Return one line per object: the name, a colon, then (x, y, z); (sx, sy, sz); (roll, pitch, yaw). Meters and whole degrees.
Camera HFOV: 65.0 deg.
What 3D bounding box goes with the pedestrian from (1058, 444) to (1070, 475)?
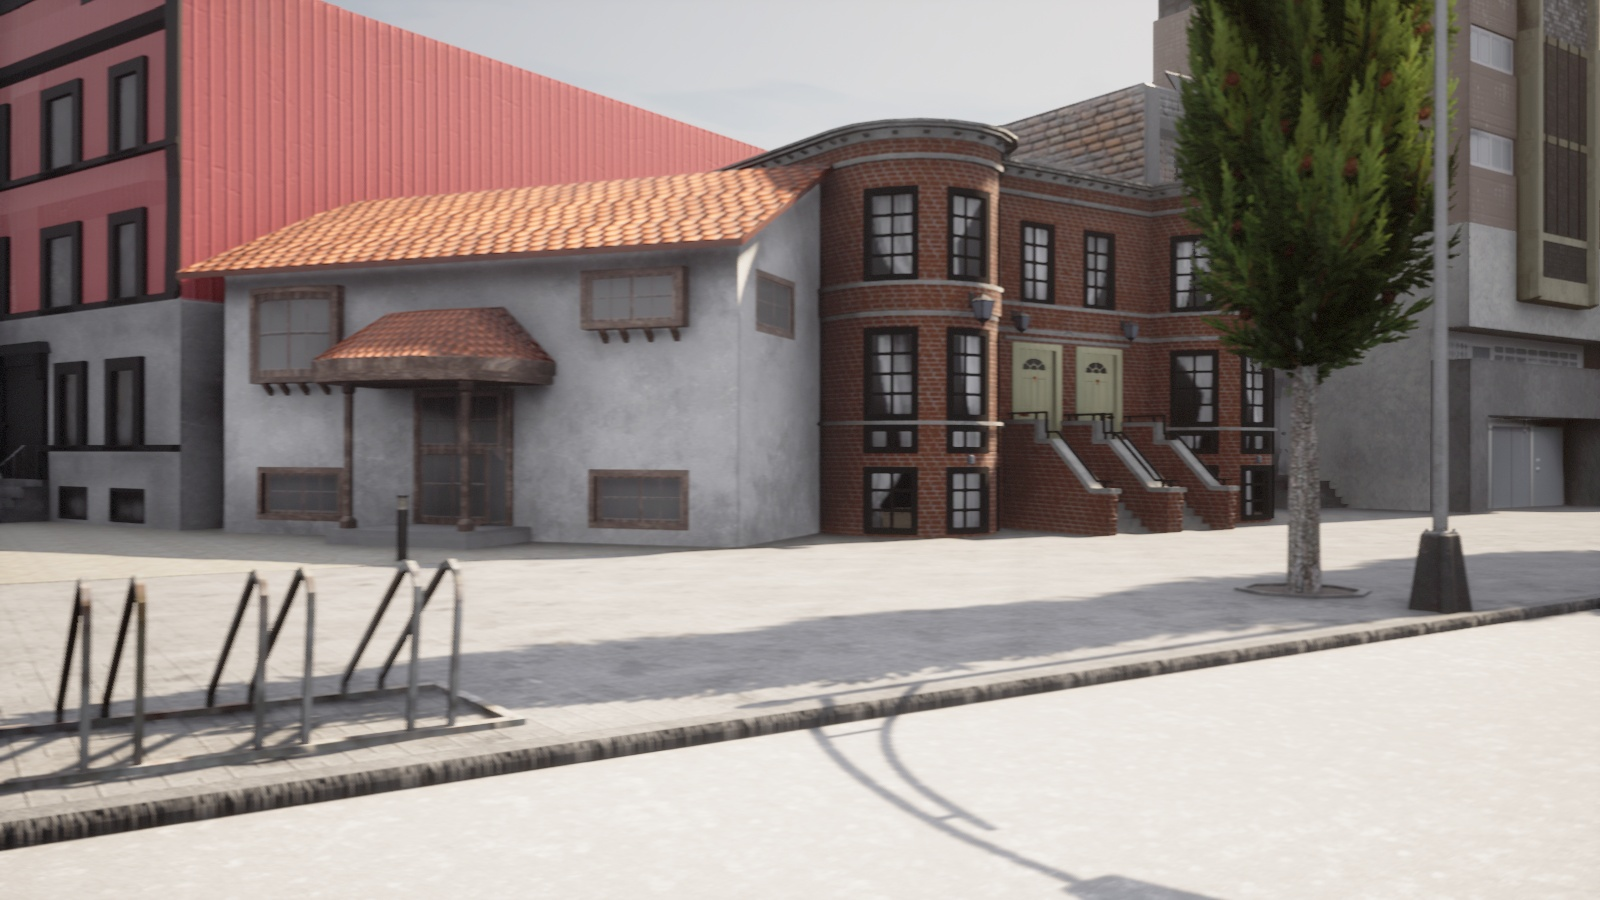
pedestrian: (16.973, 0.610, 80.676); (0.396, 1.930, 0.692); (0, 0, -36)
